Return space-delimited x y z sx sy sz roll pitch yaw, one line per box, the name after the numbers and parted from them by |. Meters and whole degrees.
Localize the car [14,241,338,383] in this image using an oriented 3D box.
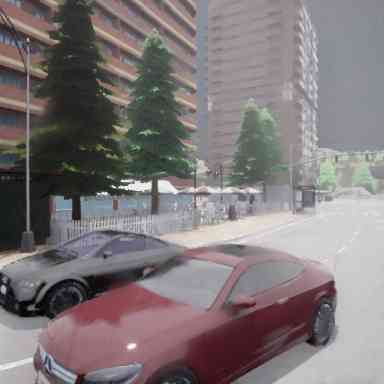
0.364 1.526 4.638 4.674 1.442 1.812 0 0 -42 | car

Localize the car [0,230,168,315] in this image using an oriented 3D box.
-1.897 1.564 7.309 4.181 1.385 1.994 0 0 -42 | car
